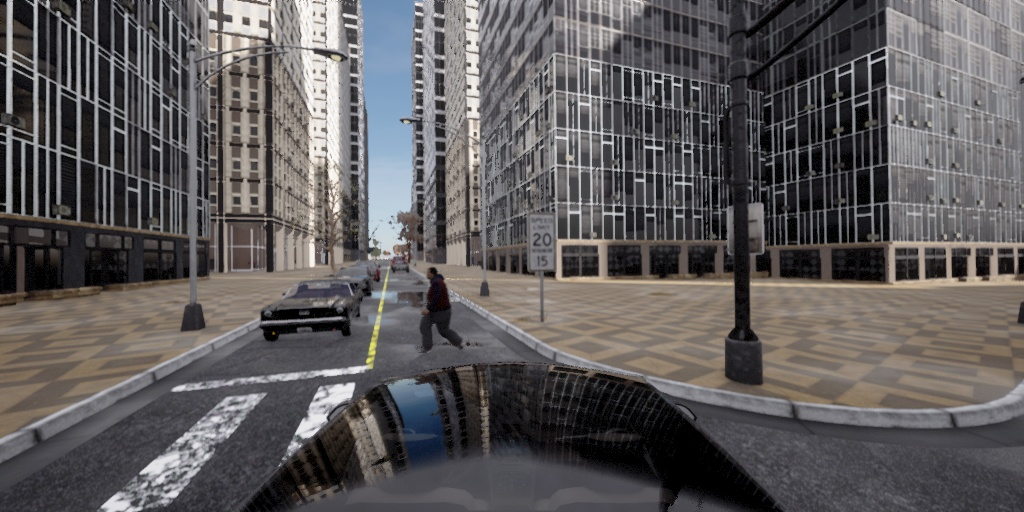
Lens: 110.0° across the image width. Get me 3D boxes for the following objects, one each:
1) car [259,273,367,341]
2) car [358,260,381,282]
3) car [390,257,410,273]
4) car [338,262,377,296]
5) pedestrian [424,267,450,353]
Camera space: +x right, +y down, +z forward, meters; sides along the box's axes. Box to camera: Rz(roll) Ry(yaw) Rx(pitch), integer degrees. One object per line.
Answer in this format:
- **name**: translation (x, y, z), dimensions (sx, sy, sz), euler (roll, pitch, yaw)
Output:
- **car**: translation (-5.383, 1.354, 10.177), dimensions (1.895, 1.301, 4.718), euler (0, 0, -19)
- **car**: translation (-11.541, 1.125, 28.467), dimensions (2.097, 1.767, 4.553), euler (0, 0, -19)
- **car**: translation (-13.437, 1.254, 43.311), dimensions (2.128, 1.511, 4.902), euler (0, 0, -19)
- **car**: translation (-8.375, 1.267, 19.048), dimensions (1.837, 1.490, 4.892), euler (0, 0, -19)
- **pedestrian**: translation (-1.510, 1.021, 7.236), dimensions (0.375, 1.860, 0.375), euler (0, -1, -19)
